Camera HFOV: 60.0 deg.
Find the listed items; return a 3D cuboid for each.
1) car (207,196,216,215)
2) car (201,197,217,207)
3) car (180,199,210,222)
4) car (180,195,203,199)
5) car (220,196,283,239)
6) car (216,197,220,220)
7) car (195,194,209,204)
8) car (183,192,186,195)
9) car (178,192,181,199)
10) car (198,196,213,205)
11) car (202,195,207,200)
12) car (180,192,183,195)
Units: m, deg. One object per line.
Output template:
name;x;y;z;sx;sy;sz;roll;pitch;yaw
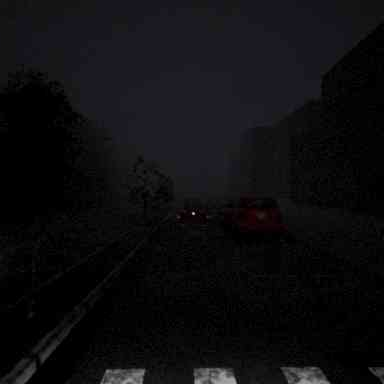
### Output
car;3.053;1.323;33.852;2.185;1.767;4.553;1;0;0
car;2.519;1.458;50.680;2.002;1.452;4.674;0;0;-3
car;0.099;1.539;26.200;1.994;1.385;4.181;0;0;0
car;-0.155;1.441;42.762;2.128;1.511;4.902;0;0;-2
car;3.051;1.217;17.267;2.435;2.045;5.566;0;0;0
car;3.051;1.336;22.753;2.185;1.767;4.553;0;0;0
car;1.836;1.264;61.762;2.185;1.767;4.553;0;0;-4
car;-0.413;1.314;83.923;2.097;1.535;5.008;0;0;-7
car;-2.034;1.254;95.124;1.946;1.575;5.366;0;0;-9
car;2.221;1.434;56.275;2.163;1.488;4.792;0;0;-3
car;2.761;1.459;45.156;2.163;1.488;4.792;0;0;-2
car;-1.186;1.285;89.624;1.946;1.575;5.366;0;0;-8
